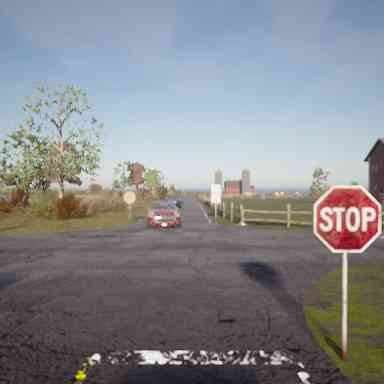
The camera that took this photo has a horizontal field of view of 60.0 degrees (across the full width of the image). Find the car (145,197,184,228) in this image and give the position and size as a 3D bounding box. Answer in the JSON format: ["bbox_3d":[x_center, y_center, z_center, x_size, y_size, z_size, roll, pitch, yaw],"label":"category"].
[{"bbox_3d":[-2.051,1.417,22.411,2.097,1.767,4.553,0,-1,-10],"label":"car"}]

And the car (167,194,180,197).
[{"bbox_3d":[-2.760,1.393,49.555,2.150,2.045,5.566,0,0,0],"label":"car"}]

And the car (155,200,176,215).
[{"bbox_3d":[-2.796,1.650,36.122,1.812,1.442,4.674,0,0,0],"label":"car"}]

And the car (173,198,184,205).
[{"bbox_3d":[-2.653,1.812,65.381,1.994,1.385,4.181,0,0,0],"label":"car"}]
